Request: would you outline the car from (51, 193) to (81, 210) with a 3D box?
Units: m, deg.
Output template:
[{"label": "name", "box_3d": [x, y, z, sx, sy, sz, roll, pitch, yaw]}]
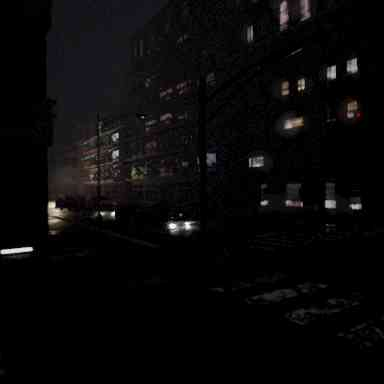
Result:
[{"label": "car", "box_3d": [-15.616, 1.318, 41.218, 1.967, 1.590, 4.097, -1, 1, -35]}]

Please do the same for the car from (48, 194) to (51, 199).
[{"label": "car", "box_3d": [-34.565, 1.085, 83.567, 1.752, 1.417, 4.829, -1, 1, -35]}]

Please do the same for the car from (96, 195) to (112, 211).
[{"label": "car", "box_3d": [-10.323, 1.215, 38.097, 2.097, 1.767, 4.553, -1, 1, -34]}]

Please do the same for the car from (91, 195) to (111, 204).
[{"label": "car", "box_3d": [-15.248, 1.227, 55.472, 1.752, 1.417, 4.829, -1, 1, -35]}]

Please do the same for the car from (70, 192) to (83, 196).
[{"label": "car", "box_3d": [-19.553, 1.218, 56.981, 2.128, 1.511, 4.902, -1, 1, -35]}]

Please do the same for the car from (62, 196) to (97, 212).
[{"label": "car", "box_3d": [-12.396, 1.454, 36.536, 2.008, 1.369, 4.403, -1, 1, -35]}]

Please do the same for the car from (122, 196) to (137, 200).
[{"label": "car", "box_3d": [-8.809, 1.276, 46.107, 1.752, 1.417, 4.829, -1, 1, -35]}]

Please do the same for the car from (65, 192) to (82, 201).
[{"label": "car", "box_3d": [-24.812, 0.945, 69.377, 2.192, 1.841, 5.009, -1, 1, -35]}]

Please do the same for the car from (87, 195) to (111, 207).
[{"label": "car", "box_3d": [-13.604, 1.275, 48.416, 1.837, 1.490, 4.892, -1, 1, -34]}]

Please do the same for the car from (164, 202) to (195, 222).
[{"label": "car", "box_3d": [-1.943, 1.493, 25.898, 1.994, 1.385, 4.181, -1, 1, -35]}]

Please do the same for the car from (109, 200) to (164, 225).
[{"label": "car", "box_3d": [-4.168, 1.515, 24.341, 1.887, 1.381, 4.507, -1, 1, -35]}]

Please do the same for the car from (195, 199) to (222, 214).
[{"label": "car", "box_3d": [1.029, 1.369, 31.982, 1.887, 1.381, 4.507, -1, 1, -35]}]
